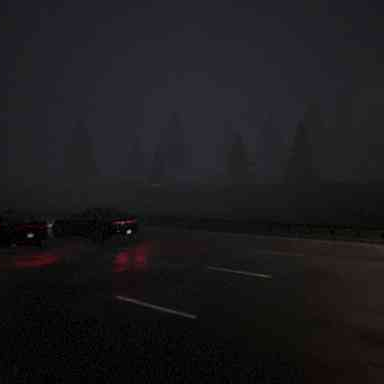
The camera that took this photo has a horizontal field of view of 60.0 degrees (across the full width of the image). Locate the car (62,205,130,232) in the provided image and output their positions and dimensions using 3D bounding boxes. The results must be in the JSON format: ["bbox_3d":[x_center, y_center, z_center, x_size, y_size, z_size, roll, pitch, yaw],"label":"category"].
[{"bbox_3d":[-6.167,1.612,21.284,4.181,1.385,1.994,0,0,36],"label":"car"}]

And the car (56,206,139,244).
[{"bbox_3d":[-4.712,1.528,15.938,4.902,1.511,2.128,0,0,36],"label":"car"}]

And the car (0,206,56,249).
[{"bbox_3d":[-8.166,1.518,14.108,5.008,1.535,1.882,0,0,36],"label":"car"}]
